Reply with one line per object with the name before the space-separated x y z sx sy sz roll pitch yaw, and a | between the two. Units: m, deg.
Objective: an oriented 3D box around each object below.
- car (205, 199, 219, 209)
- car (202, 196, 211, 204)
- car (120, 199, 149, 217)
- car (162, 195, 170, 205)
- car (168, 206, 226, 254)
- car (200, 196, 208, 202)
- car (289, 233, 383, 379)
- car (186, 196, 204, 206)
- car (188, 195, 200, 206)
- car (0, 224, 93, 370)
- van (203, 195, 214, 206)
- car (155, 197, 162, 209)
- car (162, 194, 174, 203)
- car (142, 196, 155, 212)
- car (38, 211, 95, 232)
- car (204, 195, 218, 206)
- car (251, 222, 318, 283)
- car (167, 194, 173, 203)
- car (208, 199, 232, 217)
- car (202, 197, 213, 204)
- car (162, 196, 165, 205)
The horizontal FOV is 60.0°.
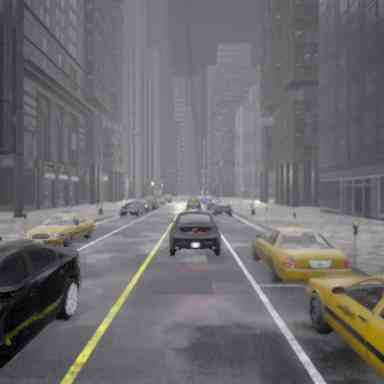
car | 2.926 1.677 48.640 1.802 1.307 4.206 0 0 0
car | 3.001 1.683 71.247 1.752 1.417 4.829 0 0 0
car | -5.655 1.625 31.836 1.947 1.339 4.313 0 0 0
car | -5.562 1.676 59.884 2.008 1.369 4.403 0 0 0
car | 0.099 1.524 13.464 1.837 1.490 4.892 0 0 0
car | 3.038 1.778 82.294 1.802 1.307 4.206 0 0 0
car | 2.777 1.530 3.939 1.752 1.417 4.829 0 0 0
car | 0.246 1.575 43.409 2.128 1.511 4.902 0 0 0
car | 0.302 1.478 60.379 2.097 1.767 4.553 0 0 0
car | -3.085 1.484 4.514 1.882 1.535 5.008 0 0 0
van | 2.963 1.465 59.860 1.690 1.788 3.998 0 0 0
car | -5.618 1.399 43.056 2.192 1.841 5.009 0 0 0
car | -5.506 1.492 76.712 2.192 1.841 5.009 0 0 0
car | -5.636 1.512 37.447 1.967 1.590 4.097 0 0 0
car | -5.712 1.548 14.838 1.752 1.417 4.829 0 0 0
car | 2.908 1.523 43.032 1.967 1.590 4.097 0 0 0
car | 2.796 1.538 9.548 1.752 1.417 4.829 0 0 0
car | -5.525 1.473 71.103 2.192 1.841 5.009 0 0 0
car | 2.870 1.609 31.813 2.008 1.369 4.403 0 0 0
car | 2.982 1.685 65.467 1.887 1.381 4.507 0 0 0
car | -5.599 1.647 48.665 2.008 1.369 4.403 0 0 0
